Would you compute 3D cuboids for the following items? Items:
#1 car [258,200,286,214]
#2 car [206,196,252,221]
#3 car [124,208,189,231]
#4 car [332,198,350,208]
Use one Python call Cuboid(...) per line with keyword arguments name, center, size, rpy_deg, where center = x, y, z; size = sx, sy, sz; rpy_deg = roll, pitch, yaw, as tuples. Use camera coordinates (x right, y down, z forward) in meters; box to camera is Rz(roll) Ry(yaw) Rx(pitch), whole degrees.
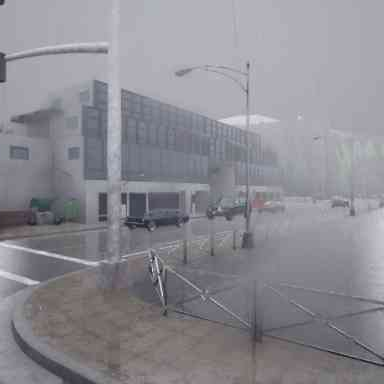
Cuboid(name="car", center=(9.243, 1.702, 38.229), size=(1.812, 1.442, 4.674), rpy_deg=(0, 0, 36))
Cuboid(name="car", center=(3.467, 1.398, 30.157), size=(2.150, 2.045, 5.566), rpy_deg=(0, 0, 36))
Cuboid(name="car", center=(-2.265, 1.777, 22.128), size=(1.895, 1.301, 4.718), rpy_deg=(0, 0, 36))
Cuboid(name="car", center=(22.775, 1.680, 50.862), size=(1.837, 1.490, 4.892), rpy_deg=(0, 0, 36))
